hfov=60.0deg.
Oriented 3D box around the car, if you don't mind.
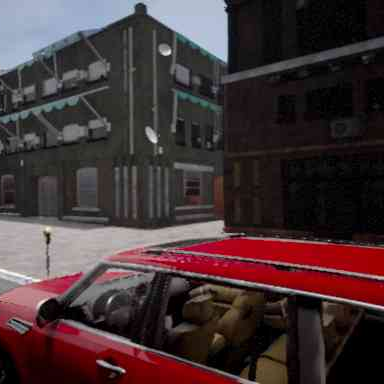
[{"bbox_3d":[0.121,1.310,2.809,5.009,1.841,2.192,0,-1,36],"label":"car"}]
